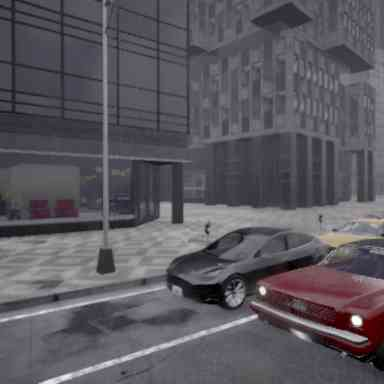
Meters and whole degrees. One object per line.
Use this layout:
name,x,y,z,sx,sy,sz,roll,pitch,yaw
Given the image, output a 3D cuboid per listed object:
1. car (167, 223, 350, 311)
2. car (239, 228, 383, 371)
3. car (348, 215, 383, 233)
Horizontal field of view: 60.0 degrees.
car,1.490,1.523,7.709,4.313,1.339,1.947,-1,0,-35
car,3.224,1.557,5.678,4.718,1.301,1.895,-1,0,-36
car,5.658,1.444,10.682,4.829,1.417,1.752,-1,0,-35
